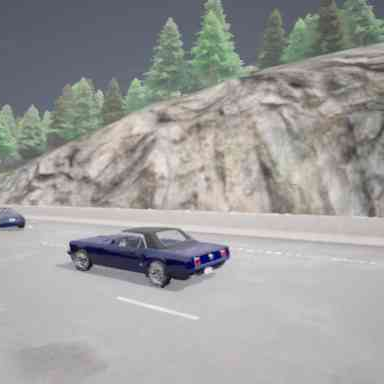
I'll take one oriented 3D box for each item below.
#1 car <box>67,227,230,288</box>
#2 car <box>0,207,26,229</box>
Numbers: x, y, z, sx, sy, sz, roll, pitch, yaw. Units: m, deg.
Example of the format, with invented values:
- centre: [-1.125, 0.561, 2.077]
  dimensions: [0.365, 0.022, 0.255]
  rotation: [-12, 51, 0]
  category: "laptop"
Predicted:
- centre: [-1.408, 1.637, 9.391]
  dimensions: [4.718, 1.301, 1.895]
  rotation: [0, 0, 35]
  category: "car"
- centre: [-12.687, 1.693, 21.648]
  dimensions: [4.181, 1.385, 1.994]
  rotation: [0, 0, 36]
  category: "car"
